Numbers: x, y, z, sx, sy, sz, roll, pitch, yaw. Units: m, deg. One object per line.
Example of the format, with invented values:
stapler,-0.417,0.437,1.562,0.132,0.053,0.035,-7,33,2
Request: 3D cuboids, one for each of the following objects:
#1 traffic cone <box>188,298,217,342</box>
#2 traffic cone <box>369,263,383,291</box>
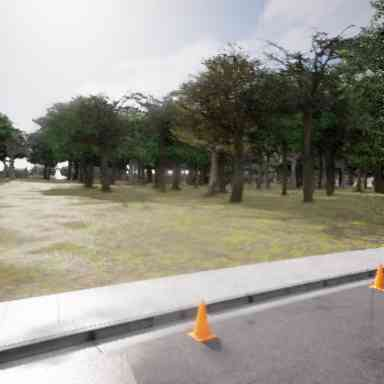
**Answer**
traffic cone,0.167,1.958,5.209,0.340,0.580,0.340,1,0,-34
traffic cone,4.493,1.997,7.935,0.340,0.580,0.340,1,0,-31
